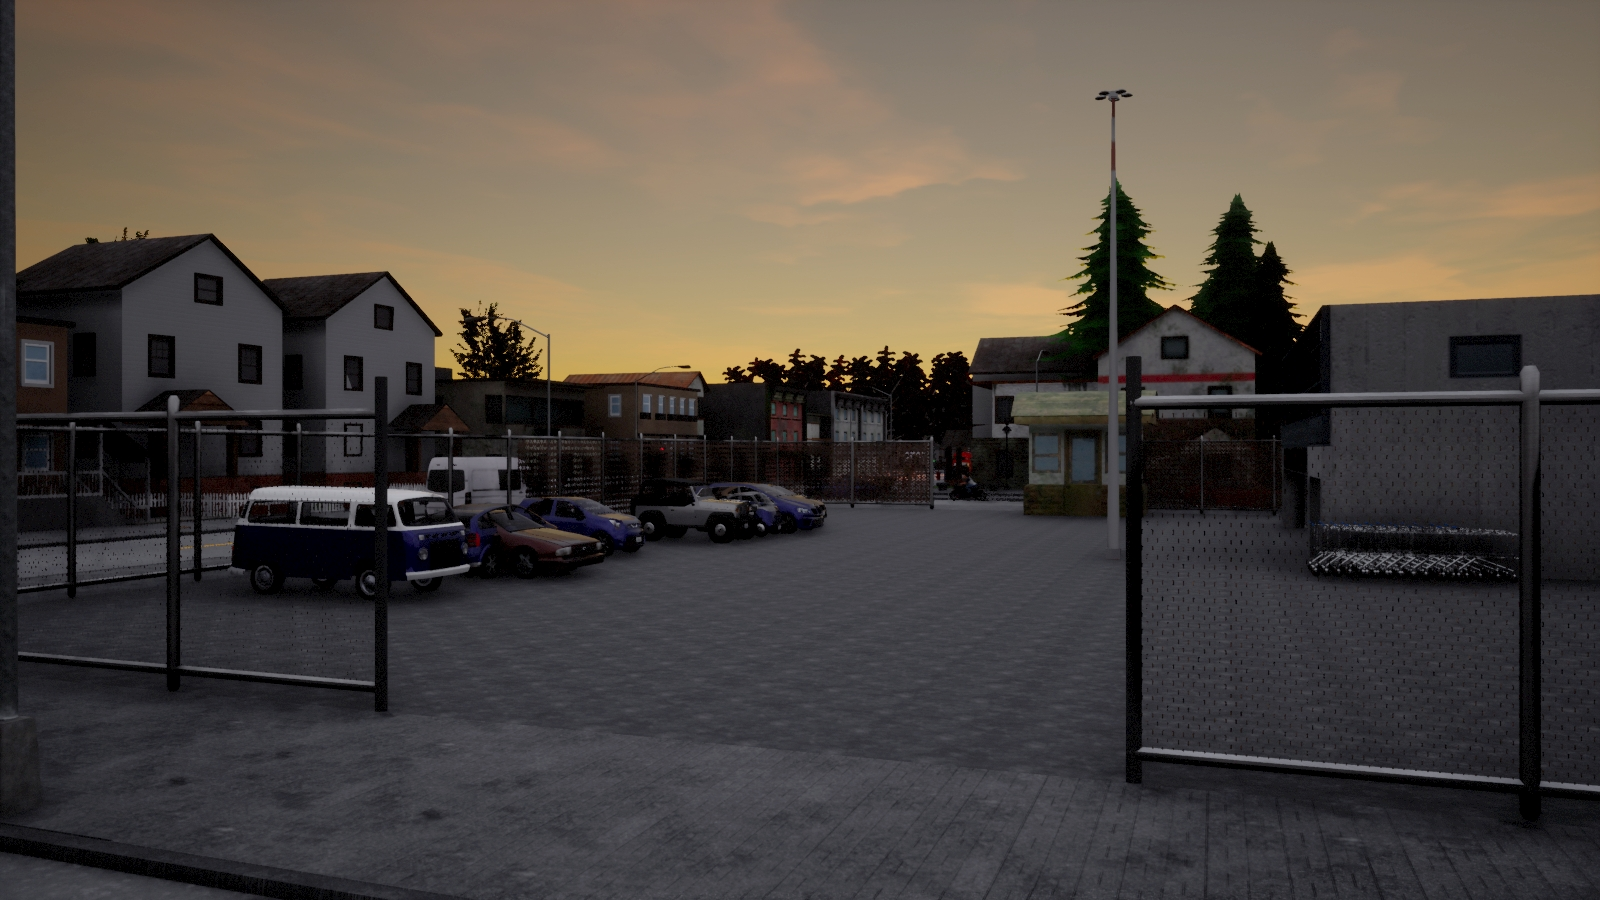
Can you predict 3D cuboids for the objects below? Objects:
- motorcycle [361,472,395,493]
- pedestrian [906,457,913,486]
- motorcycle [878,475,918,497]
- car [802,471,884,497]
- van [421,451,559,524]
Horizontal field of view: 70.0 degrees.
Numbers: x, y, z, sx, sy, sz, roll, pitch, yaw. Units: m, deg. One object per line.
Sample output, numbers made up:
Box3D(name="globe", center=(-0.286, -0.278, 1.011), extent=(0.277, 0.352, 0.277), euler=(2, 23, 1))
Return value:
Box3D(name="motorcycle", center=(-25.900, 1.970, 70.107), extent=(1.805, 1.236, 0.856), euler=(0, 0, 19))
Box3D(name="pedestrian", center=(7.128, 1.403, 74.469), extent=(0.375, 1.860, 0.375), euler=(0, 0, -15))
Box3D(name="motorcycle", center=(5.405, 1.996, 63.144), extent=(2.033, 1.145, 0.803), euler=(0, 0, 20))
Box3D(name="car", center=(2.412, 1.902, 64.206), extent=(4.181, 1.385, 1.994), euler=(0, 0, 20))
Box3D(name="van", center=(-11.617, 1.319, 43.358), extent=(1.988, 2.561, 5.915), euler=(0, 0, 20))
